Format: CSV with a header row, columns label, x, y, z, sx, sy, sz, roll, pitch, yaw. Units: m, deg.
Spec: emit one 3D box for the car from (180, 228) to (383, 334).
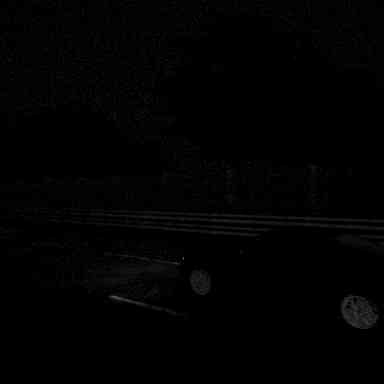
label,x,y,z,sx,sy,sz,roll,pitch,yaw
car,2.023,1.493,6.851,5.008,1.535,1.882,-1,0,36
